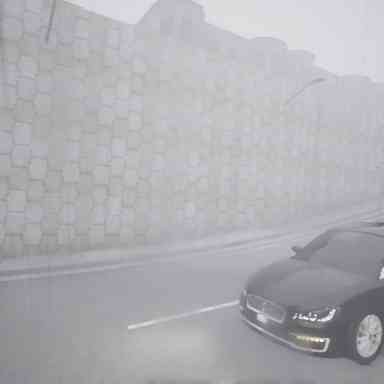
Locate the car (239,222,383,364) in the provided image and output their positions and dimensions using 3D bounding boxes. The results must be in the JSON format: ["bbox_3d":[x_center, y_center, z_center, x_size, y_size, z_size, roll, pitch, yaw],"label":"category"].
[{"bbox_3d":[3.044,1.345,5.658,4.892,1.490,1.837,-3,2,-30],"label":"car"}]
